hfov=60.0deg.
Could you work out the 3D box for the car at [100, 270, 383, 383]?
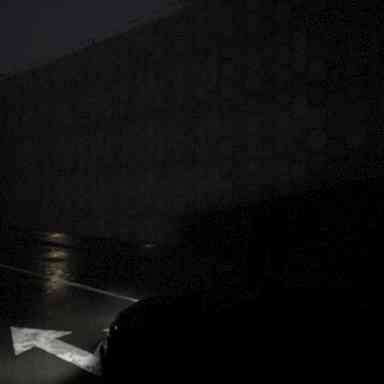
[{"bbox_3d":[1.150,1.526,3.168,4.674,1.442,1.812,0,0,36],"label":"car"}]
